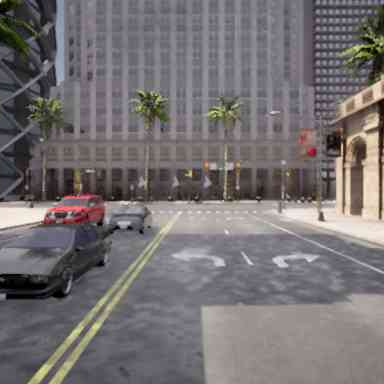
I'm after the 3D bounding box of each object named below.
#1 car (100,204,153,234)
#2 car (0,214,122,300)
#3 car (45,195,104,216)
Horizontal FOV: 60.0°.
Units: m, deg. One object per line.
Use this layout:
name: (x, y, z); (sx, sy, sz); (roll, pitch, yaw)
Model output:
car: (-3.400, 1.484, 19.126); (2.128, 1.511, 4.902); (0, 0, 1)
car: (-3.535, 1.545, 8.783); (2.033, 1.411, 5.357); (0, 0, 1)
car: (-6.883, 1.217, 20.226); (2.150, 2.045, 5.566); (0, 0, 1)
